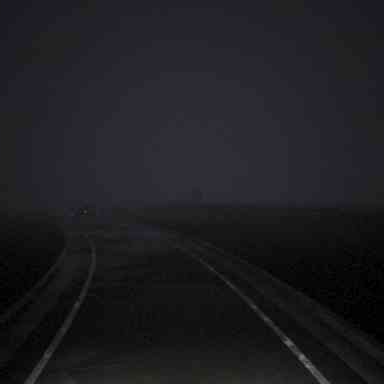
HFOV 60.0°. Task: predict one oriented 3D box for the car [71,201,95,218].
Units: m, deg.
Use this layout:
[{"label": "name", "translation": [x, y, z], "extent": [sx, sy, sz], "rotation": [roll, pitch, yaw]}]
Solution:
[{"label": "car", "translation": [-11.285, 1.891, 34.800], "extent": [1.994, 1.385, 4.181], "rotation": [0, 0, -22]}]
